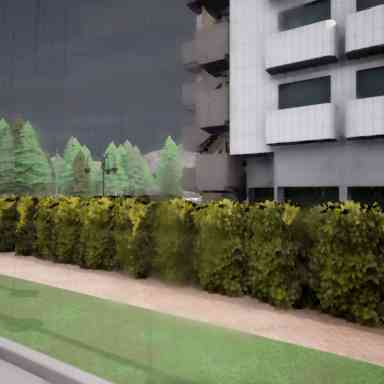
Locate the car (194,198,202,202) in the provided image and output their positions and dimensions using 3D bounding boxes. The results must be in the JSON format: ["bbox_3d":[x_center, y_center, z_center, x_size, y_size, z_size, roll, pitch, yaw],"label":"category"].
[{"bbox_3d":[1.817,1.547,45.648,2.033,1.411,5.357,0,0,35],"label":"car"}]
